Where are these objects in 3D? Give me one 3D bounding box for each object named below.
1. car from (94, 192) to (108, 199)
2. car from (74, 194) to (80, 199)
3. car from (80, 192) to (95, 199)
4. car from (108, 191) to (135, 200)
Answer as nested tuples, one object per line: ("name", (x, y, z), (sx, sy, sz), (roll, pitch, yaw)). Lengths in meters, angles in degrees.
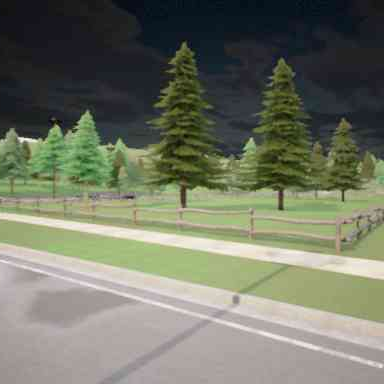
("car", (-16.239, 0.875, 65.444), (1.895, 1.301, 4.718), (1, 1, 35))
("car", (-22.148, 0.702, 69.194), (2.128, 1.511, 4.902), (1, 1, 35))
("car", (-19.285, 0.751, 67.182), (2.128, 1.511, 4.902), (1, 1, 35))
("car", (-13.101, 0.677, 63.857), (2.097, 1.767, 4.553), (1, 1, 36))
